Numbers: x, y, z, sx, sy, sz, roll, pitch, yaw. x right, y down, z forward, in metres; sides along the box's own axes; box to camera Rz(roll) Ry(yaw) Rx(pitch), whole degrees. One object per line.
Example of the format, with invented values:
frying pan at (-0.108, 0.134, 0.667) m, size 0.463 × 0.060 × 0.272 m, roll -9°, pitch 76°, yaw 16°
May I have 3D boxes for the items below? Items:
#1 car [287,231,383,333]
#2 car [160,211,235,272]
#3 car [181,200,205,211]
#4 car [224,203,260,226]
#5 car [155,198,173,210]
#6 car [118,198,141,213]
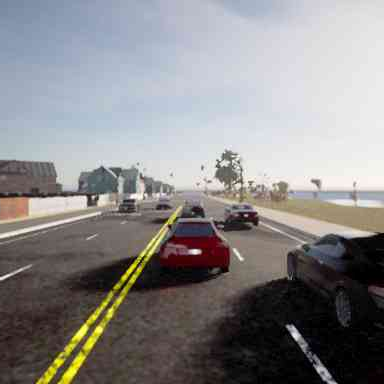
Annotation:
car at (3.325, 1.505, 6.607) m, size 1.812 × 1.442 × 4.674 m, roll 0°, pitch 0°, yaw 0°
car at (0.088, 1.533, 10.753) m, size 1.994 × 1.385 × 4.181 m, roll 0°, pitch 0°, yaw 0°
car at (0.092, 1.416, 27.835) m, size 2.128 × 1.511 × 4.902 m, roll 0°, pitch 0°, yaw 0°
car at (3.334, 1.484, 22.913) m, size 2.033 × 1.411 × 5.357 m, roll 0°, pitch 0°, yaw 0°
car at (-3.331, 1.444, 40.763) m, size 2.033 × 1.411 × 5.357 m, roll 0°, pitch 0°, yaw 0°
car at (-6.592, 1.413, 35.451) m, size 1.837 × 1.490 × 4.892 m, roll 0°, pitch 0°, yaw 0°
